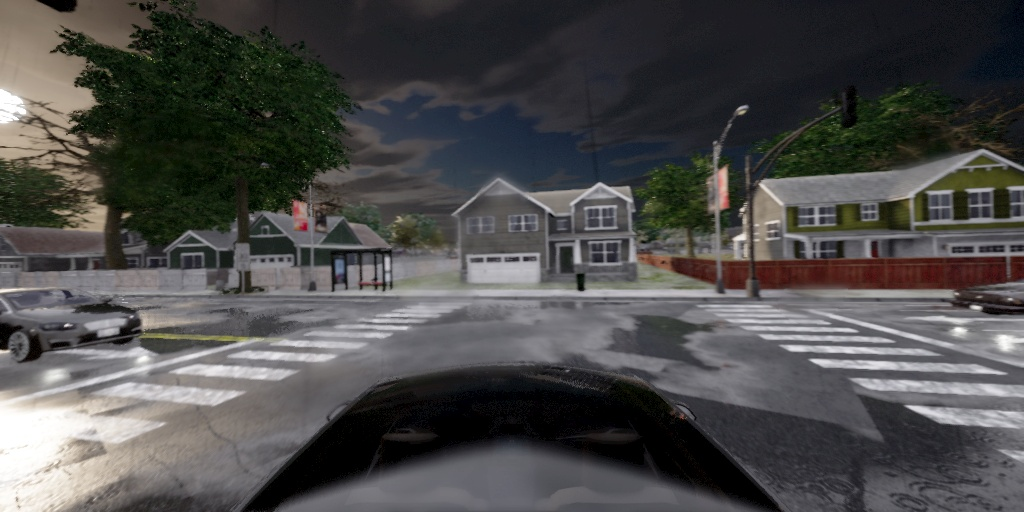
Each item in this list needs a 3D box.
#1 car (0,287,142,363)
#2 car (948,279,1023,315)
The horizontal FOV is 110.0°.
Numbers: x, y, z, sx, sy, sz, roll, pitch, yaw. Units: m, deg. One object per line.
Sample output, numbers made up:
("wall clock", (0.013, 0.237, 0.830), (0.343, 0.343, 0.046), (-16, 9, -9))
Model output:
("car", (-11.519, 1.512, 8.660), (4.902, 1.511, 2.128), (-1, 0, 13))
("car", (15.528, 0.995, 9.417), (5.357, 1.411, 2.033), (-1, 0, 13))
